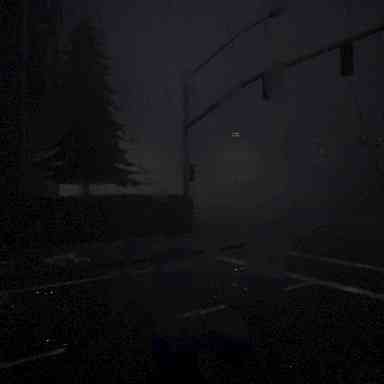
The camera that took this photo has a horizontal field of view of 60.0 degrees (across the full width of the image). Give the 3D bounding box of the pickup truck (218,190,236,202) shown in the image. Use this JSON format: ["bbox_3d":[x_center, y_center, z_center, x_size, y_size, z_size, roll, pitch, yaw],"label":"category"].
[{"bbox_3d":[6.407,0.769,61.884,2.390,2.098,6.274,0,0,-6],"label":"pickup truck"}]
